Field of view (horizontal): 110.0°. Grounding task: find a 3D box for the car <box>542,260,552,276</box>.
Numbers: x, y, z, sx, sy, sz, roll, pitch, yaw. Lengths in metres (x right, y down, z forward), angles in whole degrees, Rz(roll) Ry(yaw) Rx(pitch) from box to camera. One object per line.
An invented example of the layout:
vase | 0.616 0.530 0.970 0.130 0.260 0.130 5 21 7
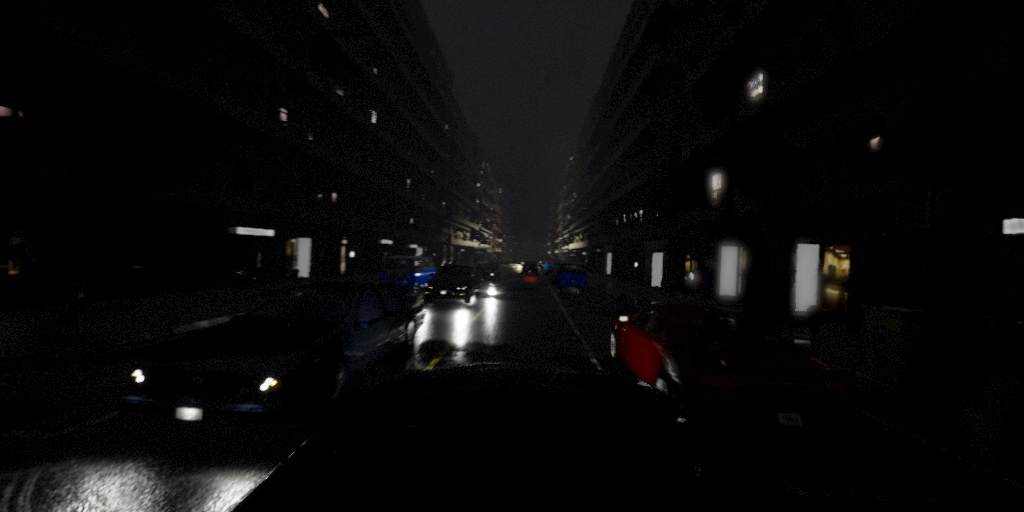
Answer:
car | 4.557 1.479 39.844 1.751 1.417 4.829 0 0 3

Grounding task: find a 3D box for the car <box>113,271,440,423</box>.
car | -3.014 1.167 6.175 2.033 1.411 5.357 2 0 3

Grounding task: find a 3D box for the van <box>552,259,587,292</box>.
van | 3.637 1.245 22.644 1.690 1.789 3.998 0 0 3

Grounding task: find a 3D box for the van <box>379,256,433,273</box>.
van | -5.010 0.880 17.418 1.690 1.789 3.998 0 0 3

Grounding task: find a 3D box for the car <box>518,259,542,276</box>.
car | 2.001 1.352 39.921 1.837 1.490 4.892 2 0 3

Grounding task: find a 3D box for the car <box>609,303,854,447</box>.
car | 2.729 1.407 5.614 1.888 1.381 4.507 0 0 3

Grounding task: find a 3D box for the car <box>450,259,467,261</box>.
car | -4.432 1.008 28.773 1.967 1.591 4.097 0 0 3

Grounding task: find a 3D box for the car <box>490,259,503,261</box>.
car | -2.900 1.242 57.155 1.802 1.307 4.207 0 0 3

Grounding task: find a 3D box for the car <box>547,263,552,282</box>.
car | 3.939 1.501 28.321 1.802 1.307 4.207 0 0 3

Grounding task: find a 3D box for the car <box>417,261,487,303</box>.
car | -2.479 1.149 16.070 1.837 1.490 4.892 2 0 3

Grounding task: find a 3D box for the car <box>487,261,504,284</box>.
car | -1.934 1.272 26.185 1.895 1.301 4.718 2 0 3
